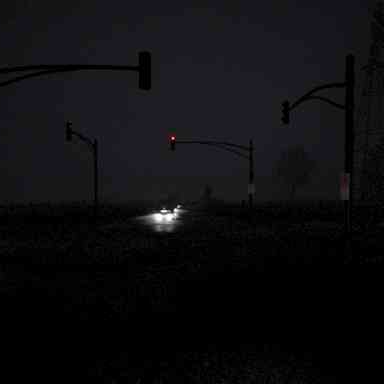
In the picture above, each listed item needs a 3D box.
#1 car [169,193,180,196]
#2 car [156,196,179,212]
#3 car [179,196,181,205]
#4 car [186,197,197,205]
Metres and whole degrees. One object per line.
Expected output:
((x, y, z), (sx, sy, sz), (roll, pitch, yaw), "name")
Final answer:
((-3.060, 1.218, 57.828), (2.150, 2.045, 5.566), (0, 0, 0), "car")
((-2.961, 1.486, 37.661), (2.128, 1.511, 4.902), (0, 0, -1), "car")
((-3.013, 1.596, 47.477), (1.895, 1.301, 4.718), (0, 0, 0), "car")
((-0.131, 1.597, 59.937), (1.895, 1.301, 4.718), (0, 0, 0), "car")
